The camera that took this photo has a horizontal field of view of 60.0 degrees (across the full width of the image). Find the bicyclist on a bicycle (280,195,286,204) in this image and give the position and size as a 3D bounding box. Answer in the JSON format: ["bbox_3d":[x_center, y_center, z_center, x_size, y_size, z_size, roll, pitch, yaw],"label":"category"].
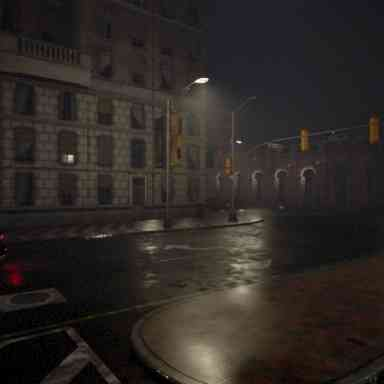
[{"bbox_3d":[15.490,1.301,56.467,1.656,1.620,0.582,0,0,-36],"label":"bicyclist on a bicycle"}]

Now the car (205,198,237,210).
[{"bbox_3d":[3.008,1.492,43.057,2.128,1.511,4.902,0,0,-36],"label":"car"}]

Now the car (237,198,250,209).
[{"bbox_3d":[5.752,1.526,45.238,1.812,1.442,4.674,0,0,-36],"label":"car"}]

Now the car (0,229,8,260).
[{"bbox_3d":[-7.486,1.491,8.477,4.902,1.511,2.128,0,0,-35],"label":"car"}]
